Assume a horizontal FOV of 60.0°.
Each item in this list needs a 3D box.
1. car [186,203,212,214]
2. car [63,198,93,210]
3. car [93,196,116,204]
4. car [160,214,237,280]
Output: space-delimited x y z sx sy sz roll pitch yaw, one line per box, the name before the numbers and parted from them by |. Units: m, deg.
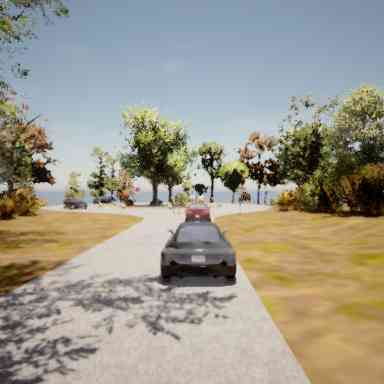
car | 0.525 1.534 25.526 1.812 1.442 4.674 0 0 4
car | -15.475 1.513 44.161 1.837 1.490 4.892 0 0 -41
car | -16.432 1.501 61.573 2.128 1.511 4.902 0 0 37
car | 0.181 1.569 9.995 1.994 1.385 4.181 0 0 1
